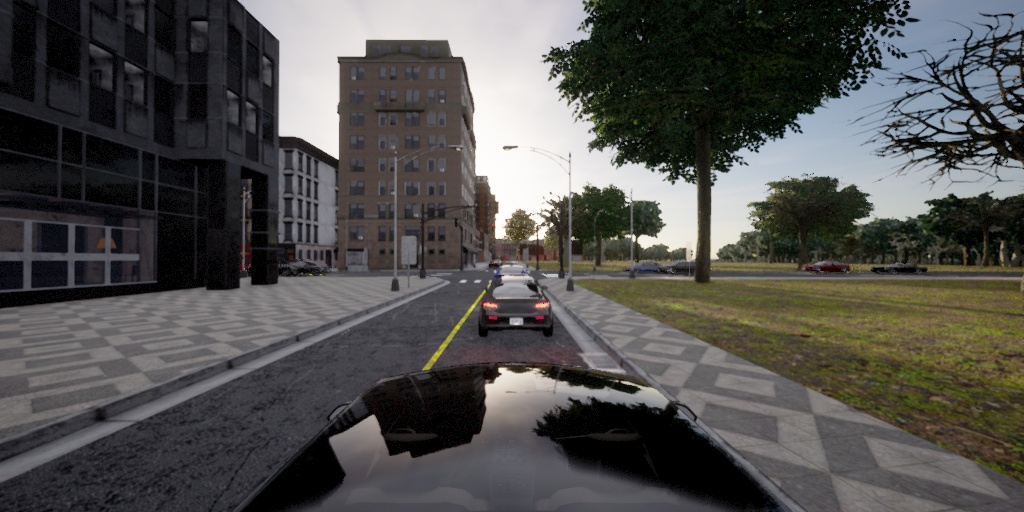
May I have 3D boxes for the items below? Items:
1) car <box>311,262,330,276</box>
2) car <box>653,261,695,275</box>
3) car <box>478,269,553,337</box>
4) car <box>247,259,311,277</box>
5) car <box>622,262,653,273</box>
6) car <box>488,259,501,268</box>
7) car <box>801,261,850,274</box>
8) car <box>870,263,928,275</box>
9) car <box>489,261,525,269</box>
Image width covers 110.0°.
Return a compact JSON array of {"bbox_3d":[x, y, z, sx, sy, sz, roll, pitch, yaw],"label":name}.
[{"bbox_3d":[-21.085,1.262,36.576,4.674,1.442,1.812,0,-1,0],"label":"car"},{"bbox_3d":[18.875,1.303,40.208,4.892,1.490,1.837,0,-1,0],"label":"car"},{"bbox_3d":[0.078,1.274,10.200,1.812,1.442,4.674,0,0,-1],"label":"car"},{"bbox_3d":[-21.779,1.055,33.326,4.553,1.767,2.097,0,-1,0],"label":"car"},{"bbox_3d":[16.251,1.376,43.447,5.357,1.411,2.033,0,-1,0],"label":"car"},{"bbox_3d":[-3.047,1.406,61.069,1.895,1.301,4.718,0,0,0],"label":"car"},{"bbox_3d":[38.008,1.336,43.525,5.008,1.535,1.882,0,-1,0],"label":"car"},{"bbox_3d":[43.333,1.437,40.265,4.718,1.301,1.895,0,-1,0],"label":"car"},{"bbox_3d":[-0.009,1.230,19.590,1.882,1.535,5.008,0,0,0],"label":"car"}]
